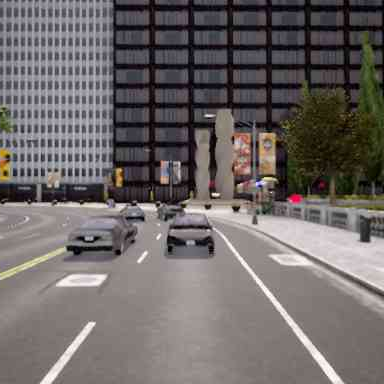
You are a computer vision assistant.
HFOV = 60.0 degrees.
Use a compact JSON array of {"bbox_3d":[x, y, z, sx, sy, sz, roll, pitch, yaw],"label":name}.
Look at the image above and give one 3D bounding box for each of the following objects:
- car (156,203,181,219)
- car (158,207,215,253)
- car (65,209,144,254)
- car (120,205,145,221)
[{"bbox_3d":[-2.051,1.793,30.622,1.837,1.490,4.892,0,0,-17],"label":"car"},{"bbox_3d":[-0.057,1.626,14.301,2.128,1.511,4.902,0,0,0],"label":"car"},{"bbox_3d":[-3.551,1.678,13.989,2.033,1.411,5.357,0,0,0],"label":"car"},{"bbox_3d":[-5.391,1.840,29.577,1.994,1.385,4.181,0,-1,-17],"label":"car"}]
